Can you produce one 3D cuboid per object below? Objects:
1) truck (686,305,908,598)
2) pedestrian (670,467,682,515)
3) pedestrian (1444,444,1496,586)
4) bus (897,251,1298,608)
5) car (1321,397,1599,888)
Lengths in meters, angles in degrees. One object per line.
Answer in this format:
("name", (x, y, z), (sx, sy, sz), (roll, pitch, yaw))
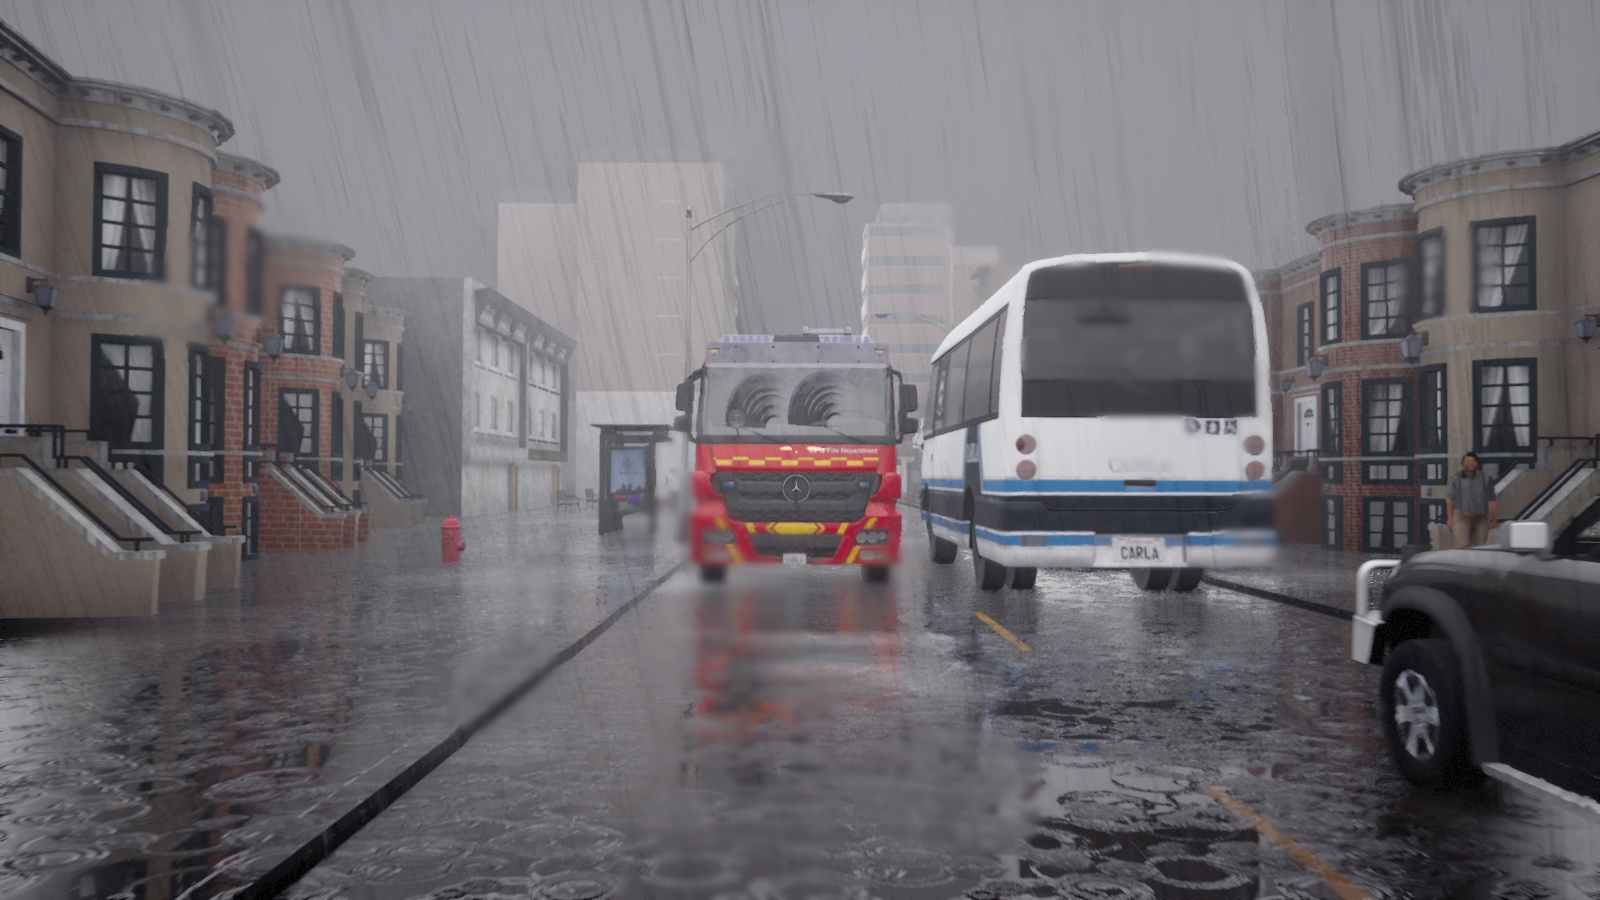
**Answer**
("truck", (-0.055, 0.102, 20.702), (2.891, 3.827, 8.468), (0, -1, 0))
("pedestrian", (-4.820, 1.598, 48.732), (0.354, 1.836, 0.706), (0, -1, 2))
("pedestrian", (8.932, 0.856, 16.753), (0.540, 1.848, 0.694), (-1, -1, 24))
("bus", (3.946, -0.137, 20.149), (3.944, 4.253, 10.273), (0, -1, 0))
("car", (3.987, 0.729, 4.937), (1.932, 1.855, 4.605), (0, -1, 0))
